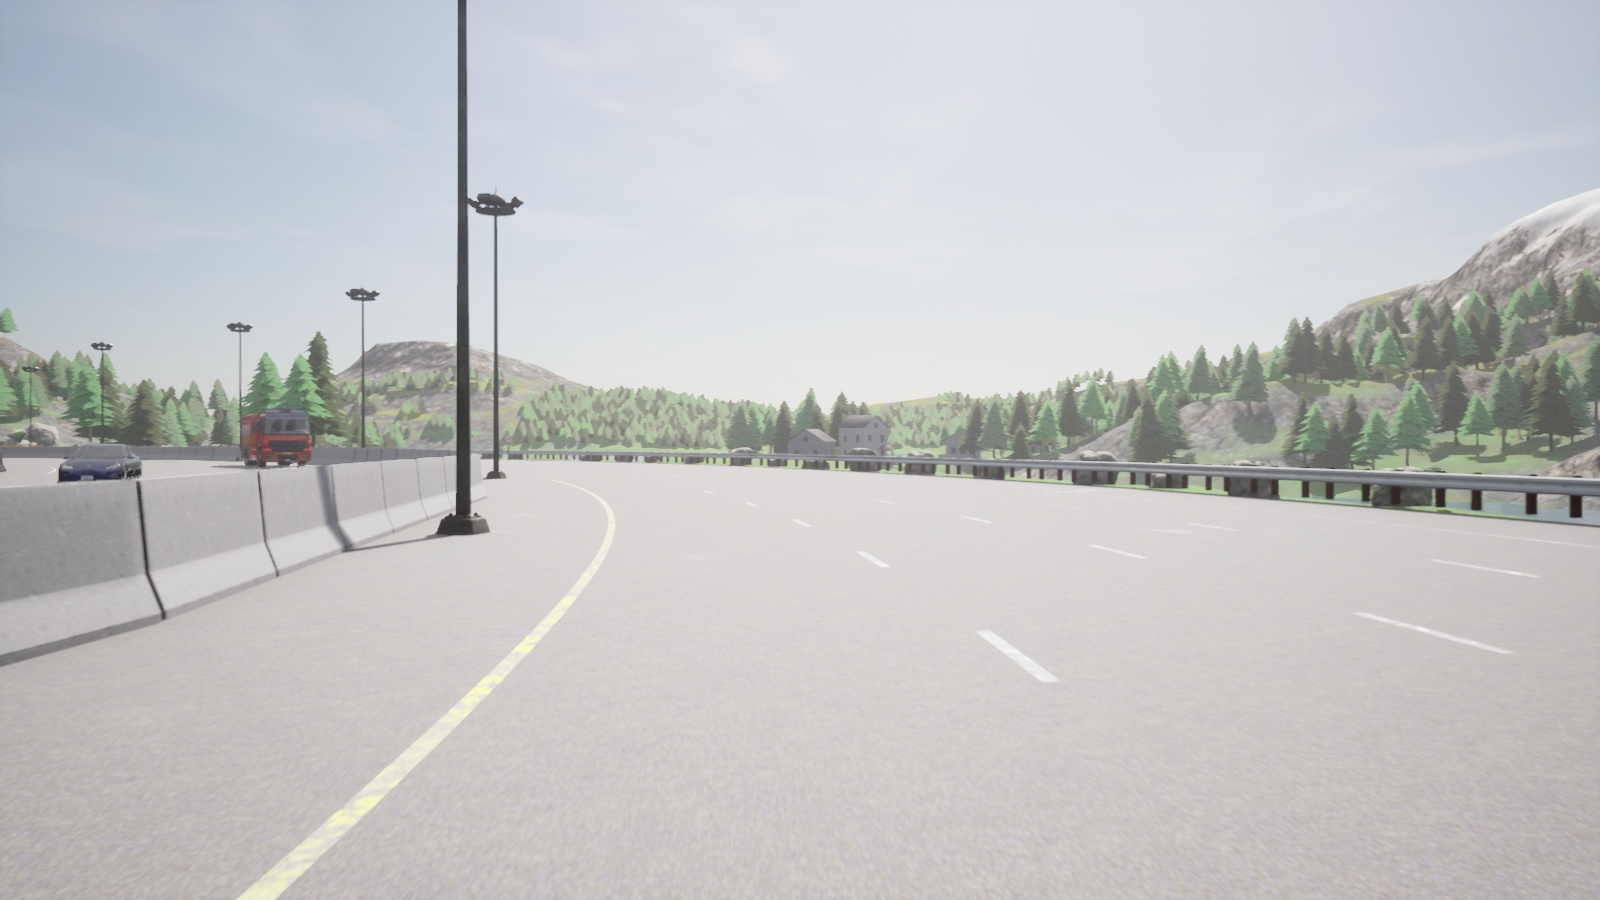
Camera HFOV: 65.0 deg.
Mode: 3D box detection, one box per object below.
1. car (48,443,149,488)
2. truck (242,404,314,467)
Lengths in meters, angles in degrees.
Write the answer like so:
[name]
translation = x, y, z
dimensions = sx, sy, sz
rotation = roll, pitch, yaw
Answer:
[car]
translation = -24.318, 0.489, 43.728
dimensions = 2.163, 1.488, 4.792
rotation = 0, 0, -18
[truck]
translation = -33.619, -0.888, 80.719
dimensions = 2.891, 3.827, 8.468
rotation = 0, 0, -32
